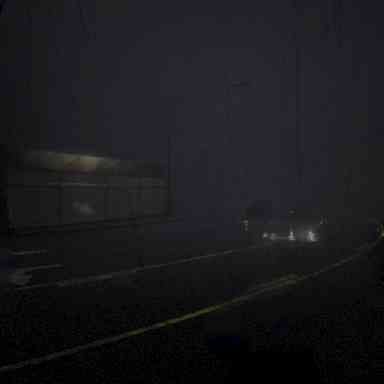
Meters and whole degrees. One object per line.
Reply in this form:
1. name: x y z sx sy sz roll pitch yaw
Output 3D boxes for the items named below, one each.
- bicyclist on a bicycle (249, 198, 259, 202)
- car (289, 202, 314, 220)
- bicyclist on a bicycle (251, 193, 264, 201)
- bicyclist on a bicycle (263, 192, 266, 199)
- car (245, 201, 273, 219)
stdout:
1. bicyclist on a bicycle: 14.713 1.920 78.325 1.620 0.582 1.656 3 -11 45
2. car: 9.315 1.560 28.224 1.812 1.442 4.674 0 0 19
3. bicyclist on a bicycle: 15.065 1.248 77.015 1.656 1.620 0.582 14 10 9
4. bicyclist on a bicycle: 17.350 0.882 81.160 1.656 1.620 0.582 10 7 -17
5. car: 6.009 1.511 29.374 1.882 1.535 5.008 0 0 19
